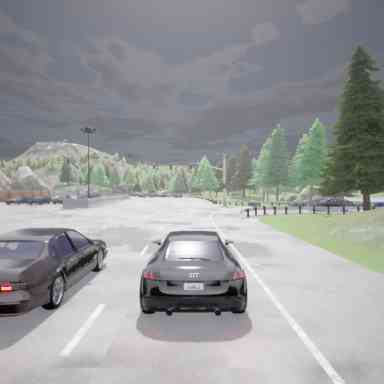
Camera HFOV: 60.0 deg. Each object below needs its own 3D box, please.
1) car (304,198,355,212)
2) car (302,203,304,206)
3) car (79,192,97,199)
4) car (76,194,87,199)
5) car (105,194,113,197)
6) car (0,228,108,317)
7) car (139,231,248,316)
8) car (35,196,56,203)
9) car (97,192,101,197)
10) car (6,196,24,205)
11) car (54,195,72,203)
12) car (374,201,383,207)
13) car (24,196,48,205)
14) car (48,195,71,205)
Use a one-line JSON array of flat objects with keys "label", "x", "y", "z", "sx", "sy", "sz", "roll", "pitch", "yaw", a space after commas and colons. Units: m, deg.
[{"label": "car", "x": 15.635, "y": 1.398, "z": 37.498, "sx": 4.902, "sy": 1.511, "sz": 2.128, "roll": 0, "pitch": 0, "yaw": 7}, {"label": "car", "x": 15.707, "y": 1.454, "z": 41.018, "sx": 4.181, "sy": 1.385, "sz": 1.994, "roll": 0, "pitch": 0, "yaw": 7}, {"label": "car", "x": -21.693, "y": 1.125, "z": 67.911, "sx": 2.097, "sy": 1.767, "sz": 4.553, "roll": 0, "pitch": 0, "yaw": -1}, {"label": "car", "x": -29.525, "y": 1.176, "z": 89.076, "sx": 1.837, "sy": 1.490, "sz": 4.892, "roll": 0, "pitch": 0, "yaw": -7}, {"label": "car", "x": -22.989, "y": 1.213, "z": 92.502, "sx": 1.994, "sy": 1.385, "sz": 4.181, "roll": 0, "pitch": 0, "yaw": -7}, {"label": "car", "x": -3.474, "y": 1.547, "z": 7.754, "sx": 2.033, "sy": 1.411, "sz": 5.357, "roll": 0, "pitch": 0, "yaw": 0}, {"label": "car", "x": 0.026, "y": 1.563, "z": 7.606, "sx": 1.994, "sy": 1.385, "sz": 4.181, "roll": 0, "pitch": 0, "yaw": 0}, {"label": "car", "x": -28.664, "y": 1.377, "z": 65.236, "sx": 1.895, "sy": 1.301, "sz": 4.718, "roll": 0, "pitch": 0, "yaw": -1}, {"label": "car", "x": -26.321, "y": 0.892, "z": 91.137, "sx": 2.150, "sy": 2.045, "sz": 5.566, "roll": 0, "pitch": 0, "yaw": -7}, {"label": "car", "x": -28.616, "y": 1.374, "z": 55.205, "sx": 2.033, "sy": 1.411, "sz": 5.357, "roll": 0, "pitch": 0, "yaw": 0}, {"label": "car", "x": -25.163, "y": 1.306, "z": 65.213, "sx": 1.812, "sy": 1.442, "sz": 4.674, "roll": 0, "pitch": 0, "yaw": -1}, {"label": "car", "x": 24.454, "y": 1.374, "z": 39.608, "sx": 5.008, "sy": 1.535, "sz": 1.882, "roll": 0, "pitch": 0, "yaw": 12}, {"label": "car", "x": -25.132, "y": 1.374, "z": 55.231, "sx": 2.033, "sy": 1.411, "sz": 5.357, "roll": 0, "pitch": 0, "yaw": -1}, {"label": "car", "x": -21.640, "y": 1.371, "z": 55.939, "sx": 2.033, "sy": 1.411, "sz": 5.357, "roll": 0, "pitch": 0, "yaw": 0}]
